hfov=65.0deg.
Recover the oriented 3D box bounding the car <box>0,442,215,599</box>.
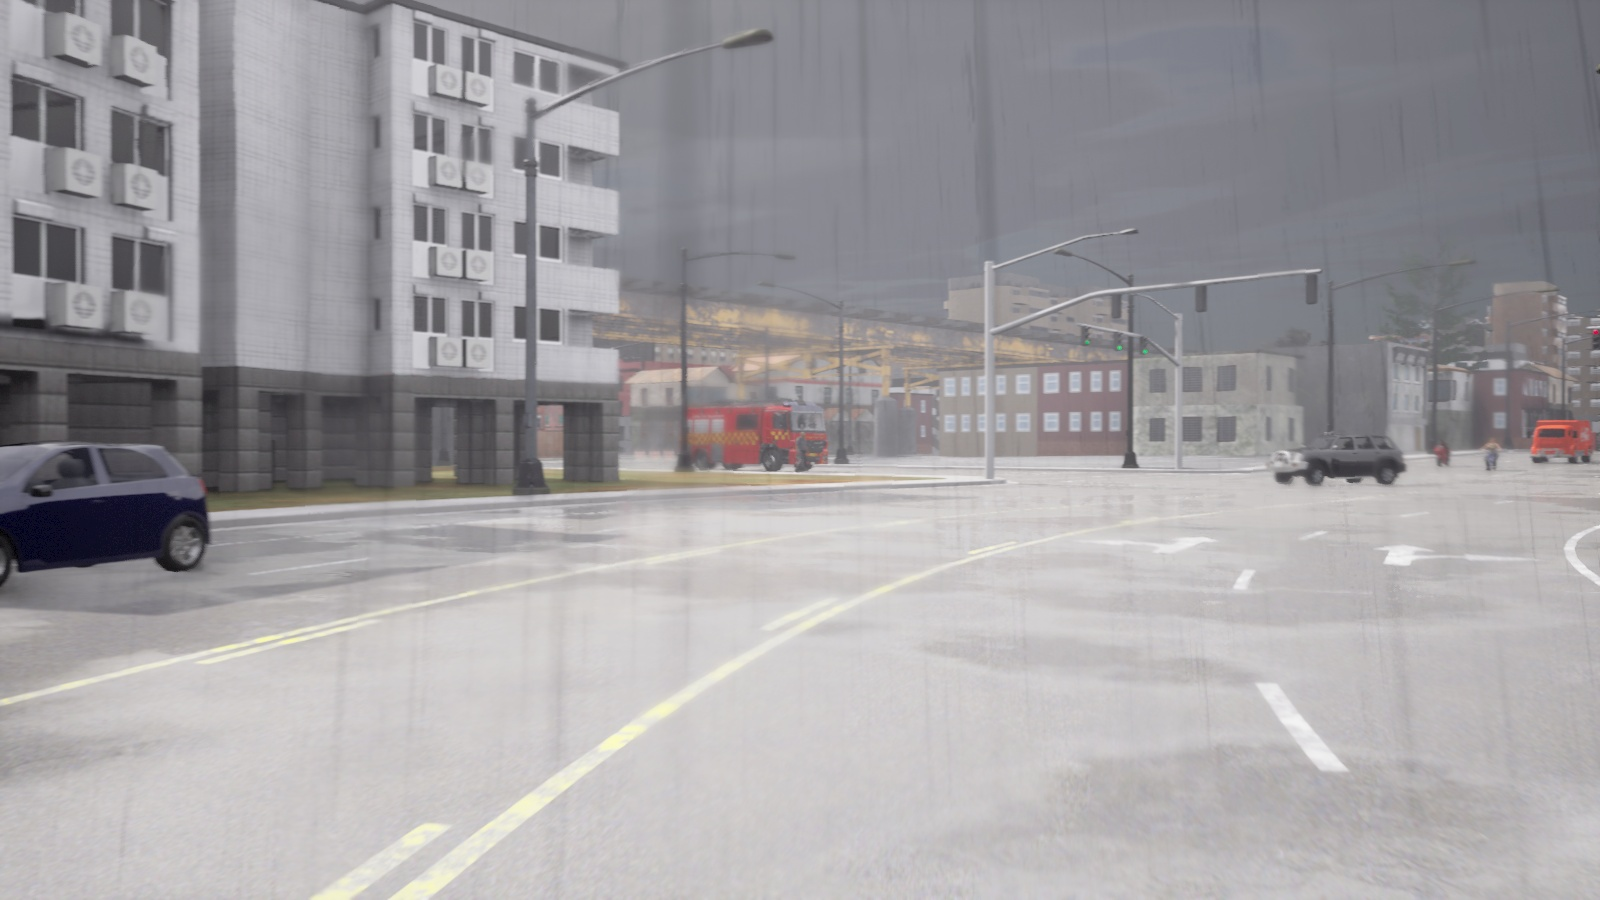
[{"bbox_3d":[-8.261,0.670,13.210,1.845,1.501,3.633,0,0,18],"label":"car"}]

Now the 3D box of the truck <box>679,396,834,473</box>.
[{"bbox_3d":[-2.414,-0.799,66.466,8.468,3.827,2.891,0,0,41],"label":"truck"}]

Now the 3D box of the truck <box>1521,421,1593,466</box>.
[{"bbox_3d":[43.790,-0.415,72.614,2.627,2.467,5.204,0,2,42],"label":"truck"}]

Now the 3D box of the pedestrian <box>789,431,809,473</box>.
[{"bbox_3d":[-0.041,0.085,54.775,0.694,1.848,0.540,0,0,40],"label":"pedestrian"}]

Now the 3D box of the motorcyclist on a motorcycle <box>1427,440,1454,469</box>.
[{"bbox_3d":[34.392,0.234,67.392,0.797,1.523,2.044,0,1,42],"label":"motorcyclist on a motorcycle"}]

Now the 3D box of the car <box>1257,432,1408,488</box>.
[{"bbox_3d":[18.417,0.335,43.470,4.605,1.855,1.932,0,0,-15],"label":"car"}]
